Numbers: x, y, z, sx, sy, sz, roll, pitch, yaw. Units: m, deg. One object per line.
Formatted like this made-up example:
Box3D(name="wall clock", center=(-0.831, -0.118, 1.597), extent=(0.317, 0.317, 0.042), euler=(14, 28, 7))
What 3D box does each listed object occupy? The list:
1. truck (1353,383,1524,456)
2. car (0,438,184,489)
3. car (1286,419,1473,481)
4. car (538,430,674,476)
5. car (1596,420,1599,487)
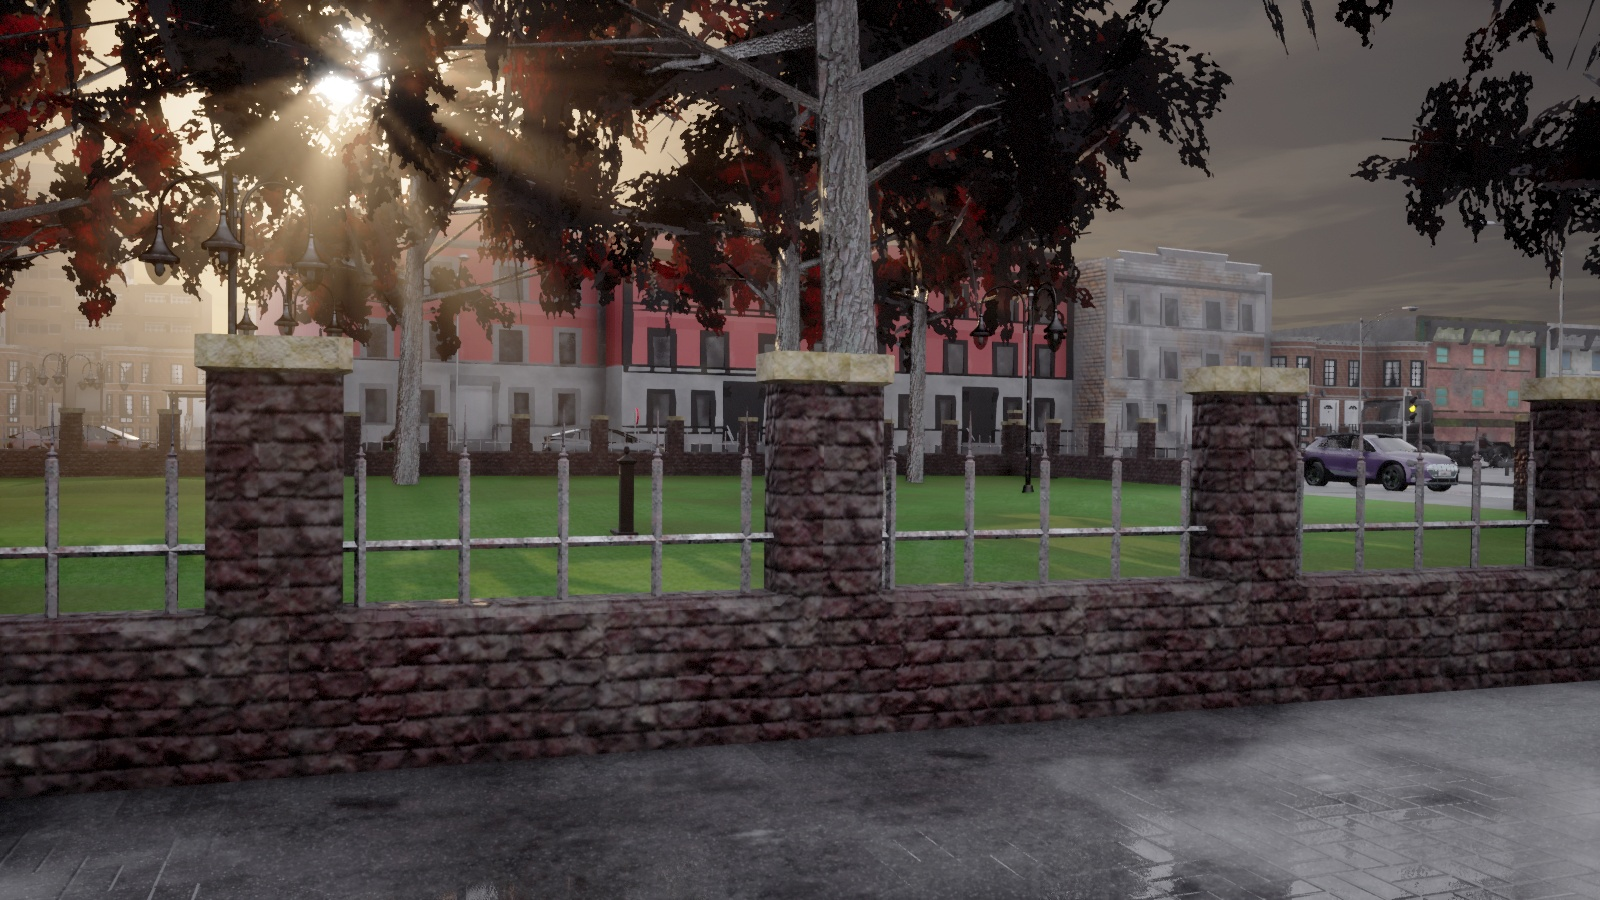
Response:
Box3D(name="truck", center=(31.763, -1.543, 62.450), extent=(7.936, 3.462, 2.891), euler=(-1, 1, -19))
Box3D(name="car", center=(-22.266, 0.393, 39.680), extent=(4.792, 1.488, 2.163), euler=(-1, 1, -19))
Box3D(name="car", center=(16.602, -0.041, 36.265), extent=(2.033, 1.649, 4.856), euler=(-1, 1, -21))
Box3D(name="car", center=(-6.960, 0.089, 44.948), extent=(4.514, 1.525, 2.007), euler=(-1, 1, -18))
Box3D(name="car", center=(19.865, 0.094, 26.833), extent=(2.007, 1.525, 4.514), euler=(-1, 1, -21))
